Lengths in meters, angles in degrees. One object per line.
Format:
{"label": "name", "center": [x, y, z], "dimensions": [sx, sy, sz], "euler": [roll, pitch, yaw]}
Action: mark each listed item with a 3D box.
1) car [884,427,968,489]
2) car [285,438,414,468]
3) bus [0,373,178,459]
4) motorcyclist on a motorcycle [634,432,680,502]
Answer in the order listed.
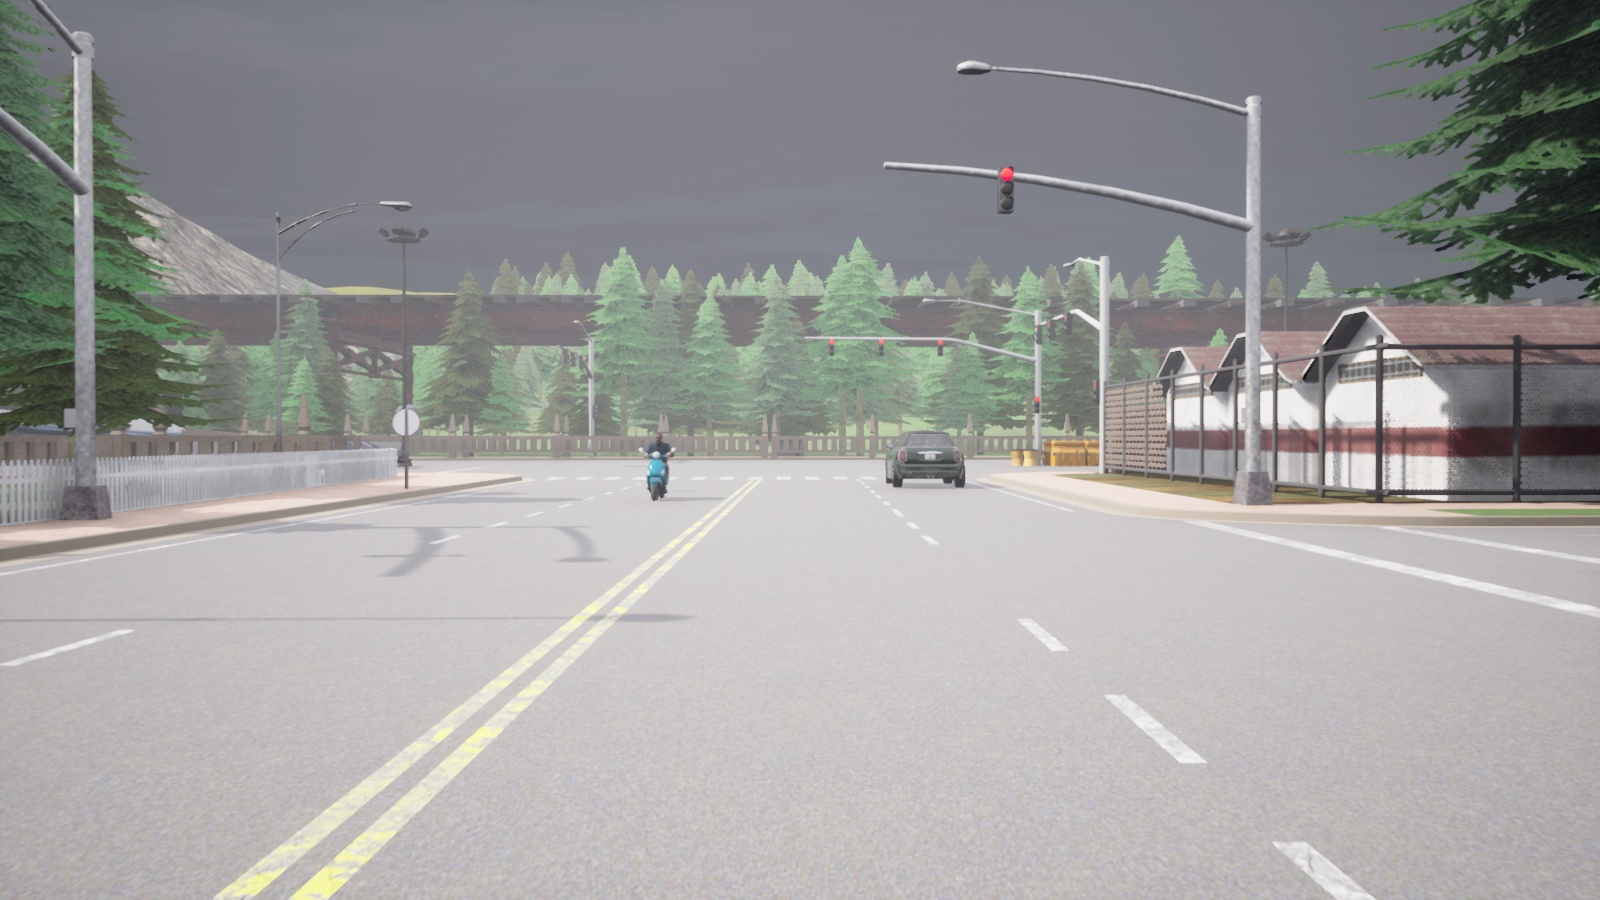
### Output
{"label": "car", "center": [3.728, 0.197, 37.976], "dimensions": [2.097, 1.767, 4.553], "euler": [0, 1, 0]}
{"label": "car", "center": [-21.222, 0.128, 59.297], "dimensions": [5.357, 1.411, 2.033], "euler": [0, 1, -1]}
{"label": "bus", "center": [-42.326, -2.034, 72.768], "dimensions": [10.273, 4.253, 3.944], "euler": [4, 1, -1]}
{"label": "motorcyclist on a motorcycle", "center": [-3.321, 0.378, 29.346], "dimensions": [0.866, 1.590, 1.817], "euler": [0, 1, 0]}
